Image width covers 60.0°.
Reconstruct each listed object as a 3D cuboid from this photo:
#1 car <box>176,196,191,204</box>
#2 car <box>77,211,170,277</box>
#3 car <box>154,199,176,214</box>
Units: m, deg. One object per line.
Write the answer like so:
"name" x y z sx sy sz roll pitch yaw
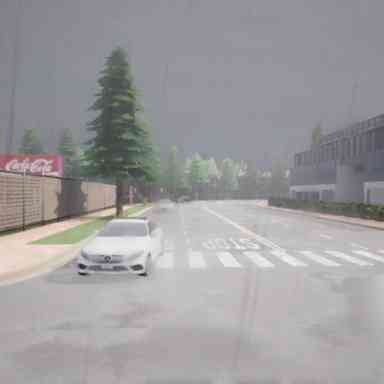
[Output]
"car" -1.655 1.423 61.853 2.128 1.511 4.902 0 0 20
"car" -1.959 1.541 10.411 1.812 1.442 4.674 0 0 3
"car" -2.903 1.541 35.922 1.812 1.442 4.674 0 0 -3
